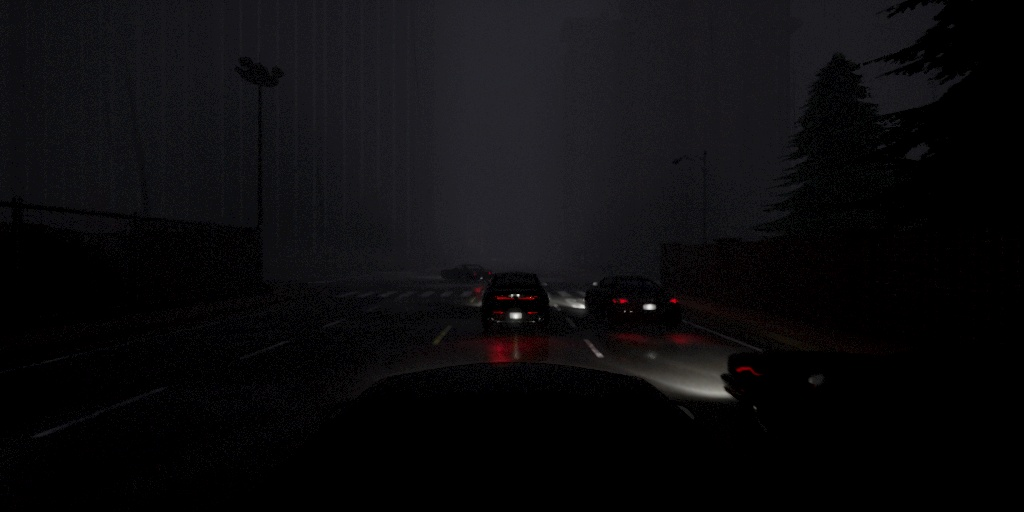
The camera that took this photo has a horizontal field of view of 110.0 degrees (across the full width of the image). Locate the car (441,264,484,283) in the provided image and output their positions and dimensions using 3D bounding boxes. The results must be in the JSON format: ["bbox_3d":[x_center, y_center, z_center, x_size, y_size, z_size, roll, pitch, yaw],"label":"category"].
[{"bbox_3d":[-3.571,1.279,27.326,1.895,1.301,4.718,0,0,-39],"label":"car"}]

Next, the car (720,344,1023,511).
[{"bbox_3d":[3.602,1.297,2.137,2.033,1.411,5.357,0,0,0],"label":"car"}]

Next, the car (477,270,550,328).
[{"bbox_3d":[0.101,1.242,11.366,1.837,1.490,4.892,0,0,0],"label":"car"}]

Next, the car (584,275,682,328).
[{"bbox_3d":[3.600,1.302,11.379,1.994,1.385,4.181,0,0,0],"label":"car"}]
